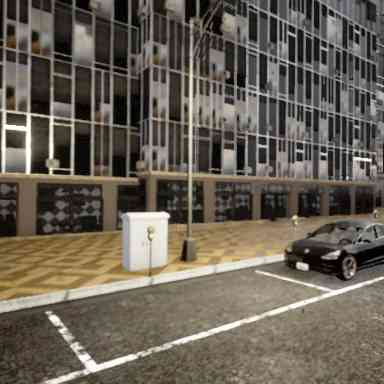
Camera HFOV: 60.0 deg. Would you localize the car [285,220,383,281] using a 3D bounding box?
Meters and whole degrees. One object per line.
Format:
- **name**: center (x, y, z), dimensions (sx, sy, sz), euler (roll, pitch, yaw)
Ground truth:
- **car**: center (4.632, 1.545, 9.850), dimensions (4.313, 1.339, 1.947), euler (0, 1, -35)
